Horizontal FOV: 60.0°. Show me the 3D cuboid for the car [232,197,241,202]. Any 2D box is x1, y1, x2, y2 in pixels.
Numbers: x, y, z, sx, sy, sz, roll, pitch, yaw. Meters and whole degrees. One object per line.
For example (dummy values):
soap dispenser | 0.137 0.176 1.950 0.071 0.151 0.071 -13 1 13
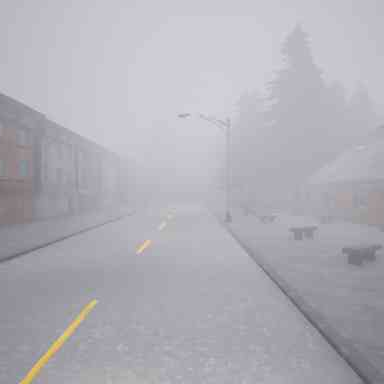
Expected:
car | 11.300 1.666 73.348 4.892 1.490 1.837 0 0 0
